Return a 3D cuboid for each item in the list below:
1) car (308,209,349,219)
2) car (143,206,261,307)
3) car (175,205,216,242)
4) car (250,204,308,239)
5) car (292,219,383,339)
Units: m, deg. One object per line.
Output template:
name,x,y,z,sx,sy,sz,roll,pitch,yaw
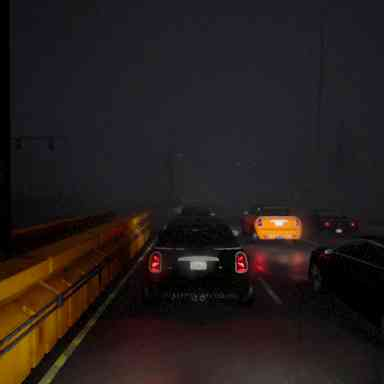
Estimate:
car,7.157,1.599,18.378,1.895,1.301,4.718,0,0,0
car,0.123,1.351,8.138,2.097,1.767,4.553,0,0,0
car,0.154,1.503,17.313,1.837,1.490,4.892,0,0,0
car,3.651,1.351,16.009,2.097,1.767,4.553,0,0,0
car,3.616,1.491,5.850,2.128,1.511,4.902,0,0,0
